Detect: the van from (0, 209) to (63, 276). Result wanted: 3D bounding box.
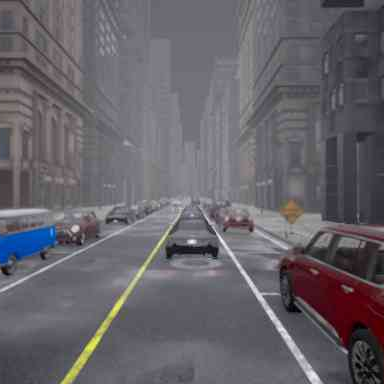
[{"bbox_3d":[-5.762,1.451,10.453,1.690,1.788,3.998,0,-1,0],"label":"van"}]

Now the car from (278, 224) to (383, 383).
[{"bbox_3d":[2.765,1.367,4.857,2.192,1.841,5.009,0,-1,0],"label":"car"}]

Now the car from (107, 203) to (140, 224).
[{"bbox_3d":[-5.768,1.851,27.256,1.947,1.339,4.313,0,-1,0],"label":"car"}]

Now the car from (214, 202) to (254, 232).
[{"bbox_3d":[2.759,1.667,21.661,1.967,1.590,4.097,0,-1,0],"label":"car"}]

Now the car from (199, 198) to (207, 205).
[{"bbox_3d":[2.739,2.314,83.281,1.967,1.590,4.097,0,-1,0],"label":"car"}]

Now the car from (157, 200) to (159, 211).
[{"bbox_3d":[-5.774,1.984,43.891,1.752,1.417,4.829,0,-1,0],"label":"car"}]

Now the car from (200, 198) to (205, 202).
[{"bbox_3d":[2.748,2.123,55.271,1.887,1.381,4.507,0,-1,0],"label":"car"}]

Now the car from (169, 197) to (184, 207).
[{"bbox_3d":[-3.040,2.209,65.309,1.812,1.442,4.674,0,-1,0],"label":"car"}]

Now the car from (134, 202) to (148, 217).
[{"bbox_3d":[-5.770,1.925,32.857,1.802,1.307,4.206,0,-1,0],"label":"car"}]

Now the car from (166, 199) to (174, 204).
[{"bbox_3d":[-5.789,2.515,88.871,1.802,1.307,4.206,0,-1,0],"label":"car"}]

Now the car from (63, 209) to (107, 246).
[{"bbox_3d":[-5.764,1.608,16.054,1.967,1.590,4.097,0,-1,0],"label":"car"}]

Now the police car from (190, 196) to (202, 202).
[{"bbox_3d":[0.875,2.233,77.072,1.930,1.638,5.238,0,-1,0],"label":"police car"}]

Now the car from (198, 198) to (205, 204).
[{"bbox_3d":[2.735,2.520,94.654,1.752,1.417,4.829,0,-1,0],"label":"car"}]

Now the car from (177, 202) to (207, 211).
[{"bbox_3d":[0.012,1.862,28.434,1.994,1.385,4.181,0,-1,0],"label":"car"}]

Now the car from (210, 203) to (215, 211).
[{"bbox_3d":[2.757,1.851,27.262,1.947,1.339,4.313,0,-1,0],"label":"car"}]

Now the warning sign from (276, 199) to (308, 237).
[{"bbox_3d":[5.058,1.293,16.973,1.300,1.860,1.060,0,-1,0],"label":"warning sign"}]

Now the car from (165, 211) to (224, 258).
[{"bbox_3d":[0.018,1.706,13.498,1.994,1.385,4.181,0,0,0],"label":"car"}]

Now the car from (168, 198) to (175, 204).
[{"bbox_3d":[-5.790,2.516,94.304,1.752,1.417,4.829,0,-1,0],"label":"car"}]

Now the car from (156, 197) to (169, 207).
[{"bbox_3d":[-5.780,2.011,66.468,2.192,1.841,5.009,0,-1,0],"label":"car"}]

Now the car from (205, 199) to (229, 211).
[{"bbox_3d":[2.756,1.659,32.866,2.192,1.841,5.009,0,-1,0],"label":"car"}]

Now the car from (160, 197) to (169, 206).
[{"bbox_3d":[-5.779,2.077,60.866,1.967,1.590,4.097,0,-1,0],"label":"car"}]

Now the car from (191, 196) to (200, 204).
[{"bbox_3d":[0.792,2.137,86.986,2.150,2.045,5.566,0,-1,-1],"label":"car"}]

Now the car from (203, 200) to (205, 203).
[{"bbox_3d":[2.751,2.012,44.067,2.008,1.369,4.403,0,-1,0],"label":"car"}]

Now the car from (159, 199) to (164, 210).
[{"bbox_3d":[-5.776,2.070,49.661,2.008,1.369,4.403,0,-1,0],"label":"car"}]

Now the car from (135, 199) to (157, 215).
[{"bbox_3d":[-5.771,1.717,38.461,2.192,1.841,5.009,0,-1,0],"label":"car"}]

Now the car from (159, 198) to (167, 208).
[{"bbox_3d":[-5.778,2.144,55.263,1.947,1.339,4.313,0,-1,0],"label":"car"}]

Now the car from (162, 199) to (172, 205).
[{"bbox_3d":[-5.785,2.359,77.669,1.887,1.381,4.507,0,-1,0],"label":"car"}]
